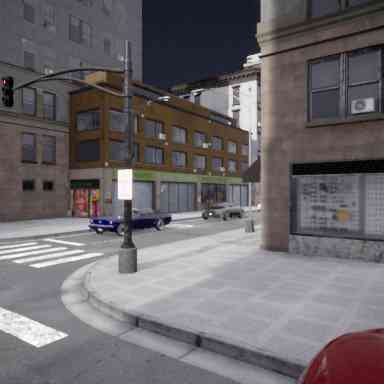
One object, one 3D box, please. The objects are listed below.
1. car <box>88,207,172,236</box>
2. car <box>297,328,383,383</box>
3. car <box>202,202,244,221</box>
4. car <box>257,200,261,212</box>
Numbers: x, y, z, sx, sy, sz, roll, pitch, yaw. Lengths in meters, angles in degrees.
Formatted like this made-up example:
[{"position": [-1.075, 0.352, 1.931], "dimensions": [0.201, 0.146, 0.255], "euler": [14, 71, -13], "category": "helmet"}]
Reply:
[{"position": [-3.257, 1.535, 18.172], "dimensions": [1.895, 1.301, 4.718], "euler": [0, 0, 35], "category": "car"}, {"position": [2.732, 1.315, 0.876], "dimensions": [5.009, 1.841, 2.192], "euler": [0, 0, 35], "category": "car"}, {"position": [2.514, 1.456, 26.370], "dimensions": [1.994, 1.385, 4.181], "euler": [0, 0, 35], "category": "car"}, {"position": [8.905, 1.069, 35.416], "dimensions": [2.150, 2.045, 5.566], "euler": [0, 0, 35], "category": "car"}]
